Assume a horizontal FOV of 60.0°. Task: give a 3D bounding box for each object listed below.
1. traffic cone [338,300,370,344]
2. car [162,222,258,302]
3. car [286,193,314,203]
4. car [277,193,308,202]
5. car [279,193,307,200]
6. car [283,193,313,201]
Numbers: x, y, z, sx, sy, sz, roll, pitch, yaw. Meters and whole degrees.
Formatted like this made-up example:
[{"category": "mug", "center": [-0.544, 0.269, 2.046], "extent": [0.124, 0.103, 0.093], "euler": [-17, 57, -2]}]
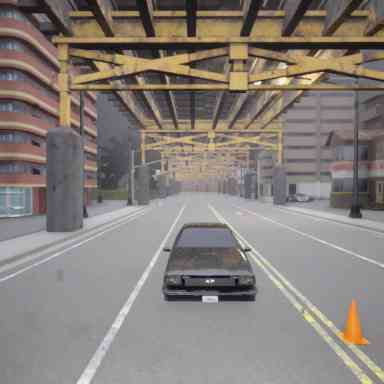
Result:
[{"category": "traffic cone", "center": [2.453, 1.949, 5.059], "extent": [0.340, 0.580, 0.340], "euler": [0, 0, 0]}, {"category": "car", "center": [0.360, 1.534, 8.666], "extent": [2.033, 1.411, 5.357], "euler": [0, 0, 1]}, {"category": "car", "center": [17.458, 1.008, 54.781], "extent": [4.974, 1.542, 2.038], "euler": [0, 1, -20]}, {"category": "car", "center": [17.806, 0.960, 58.938], "extent": [4.974, 1.542, 2.038], "euler": [0, 1, 25]}, {"category": "car", "center": [17.853, 0.803, 58.915], "extent": [4.536, 1.218, 1.853], "euler": [0, 1, 25]}, {"category": "car", "center": [17.507, 0.850, 54.797], "extent": [4.536, 1.218, 1.853], "euler": [0, 1, -20]}]
